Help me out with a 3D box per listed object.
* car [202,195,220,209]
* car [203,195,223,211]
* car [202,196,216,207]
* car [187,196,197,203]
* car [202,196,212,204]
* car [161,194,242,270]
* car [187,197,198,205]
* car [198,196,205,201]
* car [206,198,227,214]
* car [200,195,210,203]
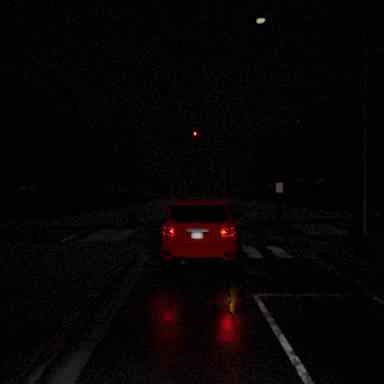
[{"bbox_3d":[2.621,1.368,47.514,2.192,1.841,5.009,-1,0,0],"label":"car"},{"bbox_3d":[2.622,1.354,42.112,2.192,1.841,5.009,-1,0,0],"label":"car"},{"bbox_3d":[2.621,1.508,52.916,1.967,1.590,4.097,-1,0,0],"label":"car"},{"bbox_3d":[-0.011,1.505,72.185,2.033,1.411,5.357,0,0,0],"label":"car"},{"bbox_3d":[3.014,1.574,68.099,1.801,1.575,5.366,0,0,0],"label":"car"},{"bbox_3d":[0.472,1.218,11.198,2.150,2.045,5.566,0,0,7],"label":"car"},{"bbox_3d":[0.052,1.662,62.681,1.994,1.385,4.181,0,0,0],"label":"car"},{"bbox_3d":[2.615,1.793,90.732,1.802,1.307,4.206,-1,0,0],"label":"car"},{"bbox_3d":[2.624,1.468,36.710,1.967,1.590,4.097,-1,0,0],"label":"car"},{"bbox_3d":[2.976,1.498,74.880,2.097,1.767,4.553,0,0,0],"label":"car"}]
